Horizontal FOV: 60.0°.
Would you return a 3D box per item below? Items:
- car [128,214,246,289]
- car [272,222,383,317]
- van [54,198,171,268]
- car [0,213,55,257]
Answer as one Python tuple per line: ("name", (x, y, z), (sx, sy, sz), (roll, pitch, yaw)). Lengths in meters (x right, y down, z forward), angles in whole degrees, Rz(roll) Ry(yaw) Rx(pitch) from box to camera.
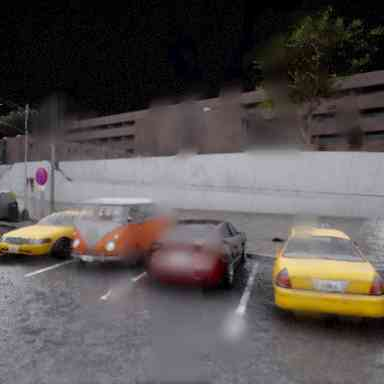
("car", (0.341, 1.466, 9.244), (2.163, 1.488, 4.792), (1, 0, 15))
("car", (2.820, 1.467, 7.675), (1.946, 1.575, 5.366), (1, 0, 15))
("van", (-2.123, 1.178, 10.822), (1.878, 1.987, 4.442), (1, 0, 15))
("car", (-4.581, 1.368, 12.475), (1.946, 1.575, 5.366), (1, 0, 15))
